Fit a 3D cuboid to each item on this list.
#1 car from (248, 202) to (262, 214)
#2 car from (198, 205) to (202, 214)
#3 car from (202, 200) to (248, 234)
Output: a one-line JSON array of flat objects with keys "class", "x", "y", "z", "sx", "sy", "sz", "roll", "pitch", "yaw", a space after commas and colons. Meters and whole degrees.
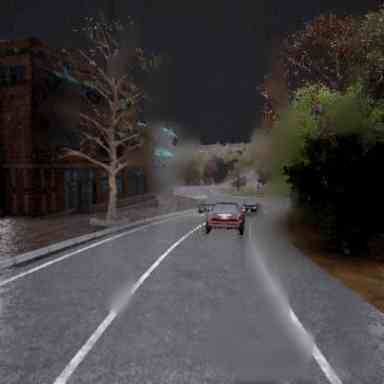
[{"class": "car", "x": 6.940, "y": 1.766, "z": 38.370, "sx": 1.895, "sy": 1.301, "sz": 4.718, "roll": 2, "pitch": 0, "yaw": 19}, {"class": "car", "x": 2.014, "y": 1.575, "z": 34.257, "sx": 1.994, "sy": 1.385, "sz": 4.181, "roll": 2, "pitch": 0, "yaw": 17}, {"class": "car", "x": 2.088, "y": 1.374, "z": 19.786, "sx": 2.097, "sy": 1.767, "sz": 4.553, "roll": 1, "pitch": 0, "yaw": 10}]
